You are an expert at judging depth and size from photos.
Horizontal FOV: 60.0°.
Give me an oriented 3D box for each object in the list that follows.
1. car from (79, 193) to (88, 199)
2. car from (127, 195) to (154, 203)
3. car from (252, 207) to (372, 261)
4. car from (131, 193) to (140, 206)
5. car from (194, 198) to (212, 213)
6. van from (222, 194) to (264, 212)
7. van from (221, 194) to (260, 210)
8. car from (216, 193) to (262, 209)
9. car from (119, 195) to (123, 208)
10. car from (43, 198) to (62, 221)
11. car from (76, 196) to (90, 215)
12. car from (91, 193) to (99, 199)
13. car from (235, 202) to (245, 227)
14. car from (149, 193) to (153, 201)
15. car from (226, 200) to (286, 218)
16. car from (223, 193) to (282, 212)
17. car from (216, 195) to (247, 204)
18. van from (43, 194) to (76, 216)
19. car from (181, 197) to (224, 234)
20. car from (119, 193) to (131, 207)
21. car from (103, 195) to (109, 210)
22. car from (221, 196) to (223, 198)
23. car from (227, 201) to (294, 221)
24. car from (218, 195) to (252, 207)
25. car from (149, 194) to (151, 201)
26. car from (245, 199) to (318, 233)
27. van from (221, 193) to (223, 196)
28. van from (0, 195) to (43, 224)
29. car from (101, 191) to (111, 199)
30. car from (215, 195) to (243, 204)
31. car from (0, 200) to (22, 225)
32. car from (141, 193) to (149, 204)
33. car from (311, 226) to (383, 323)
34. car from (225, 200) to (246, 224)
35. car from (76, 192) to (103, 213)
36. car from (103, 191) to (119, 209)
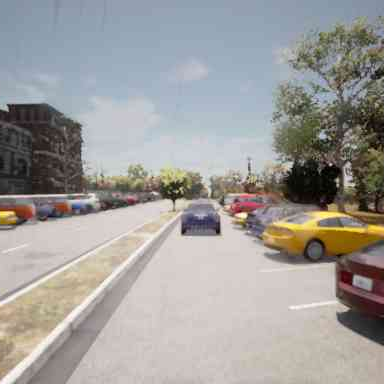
[{"bbox_3d":[-28.595,1.099,87.913,2.231,1.521,4.892,0,-1,-17],"label":"car"},{"bbox_3d":[-10.890,1.403,70.397,5.366,1.575,1.946,-1,1,-17],"label":"car"},{"bbox_3d":[4.993,1.477,11.952,5.008,1.535,2.097,1,0,-18],"label":"car"},{"bbox_3d":[-11.544,1.189,52.392,5.566,2.045,2.435,-1,0,-17],"label":"car"},{"bbox_3d":[1.252,1.453,37.407,1.882,1.535,5.008,0,0,2],"label":"car"},{"bbox_3d":[5.932,1.230,38.649,4.442,1.987,1.878,1,0,-17],"label":"van"},{"bbox_3d":[6.058,1.228,41.623,4.442,1.987,1.878,1,0,-17],"label":"van"},{"bbox_3d":[6.324,1.202,44.646,5.566,2.045,2.435,1,0,-18],"label":"car"},{"bbox_3d":[-11.935,1.474,43.379,4.792,1.488,2.163,-1,0,-18],"label":"car"},{"bbox_3d":[-12.773,1.485,25.332,4.792,1.488,2.163,-1,0,-18],"label":"car"},{"bbox_3d":[-12.490,1.452,31.358,5.008,1.535,2.097,-1,0,-17],"label":"car"},{"bbox_3d":[-25.642,1.136,87.748,2.002,1.452,4.674,1,-1,-17],"label":"car"},{"bbox_3d":[5.176,1.473,17.883,4.892,1.521,2.231,1,0,-18],"label":"car"},{"bbox_3d":[-10.884,1.169,67.418,5.566,2.045,2.435,-1,0,-17],"label":"car"},{"bbox_3d":[5.684,1.493,29.778,4.792,1.488,2.163,1,0,-18],"label":"car"},{"bbox_3d":[5.436,1.217,23.831,5.566,2.045,2.435,1,0,-18],"label":"car"},{"bbox_3d":[7.158,1.441,60.394,5.366,1.575,1.946,1,0,-17],"label":"car"},{"bbox_3d":[-12.511,1.226,28.392,4.442,1.987,1.878,-1,0,-18],"label":"van"},{"bbox_3d":[0.528,1.340,19.363,2.097,1.767,4.553,0,0,2],"label":"car"},{"bbox_3d":[-11.809,1.192,46.384,5.566,2.045,2.435,-1,0,-17],"label":"car"},{"bbox_3d":[-12.228,1.448,37.363,5.008,1.535,2.097,-1,0,-17],"label":"car"},{"bbox_3d":[5.607,1.456,32.681,5.366,1.575,1.946,1,0,-18],"label":"car"},{"bbox_3d":[5.504,1.495,26.780,4.792,1.488,2.163,1,0,-18],"label":"car"},{"bbox_3d":[6.523,1.322,50.577,4.553,1.767,2.185,1,0,-17],"label":"car"},{"bbox_3d":[-11.000,1.470,64.420,4.674,1.452,2.002,-1,0,-17],"label":"car"},{"bbox_3d":[5.057,1.349,14.908,4.553,1.767,2.185,1,0,-18],"label":"car"},{"bbox_3d":[5.806,1.232,35.673,4.442,1.987,1.878,1,0,-18],"label":"van"},{"bbox_3d":[-12.763,1.229,22.373,4.442,1.987,1.878,-1,0,-18],"label":"van"},{"bbox_3d":[-22.672,0.842,87.560,2.435,2.045,5.566,1,-1,-17],"label":"car"},{"bbox_3d":[7.128,1.440,63.723,4.892,1.521,2.231,1,0,-17],"label":"car"},{"bbox_3d":[-13.162,1.457,19.259,5.366,1.575,1.946,-1,0,-18],"label":"car"},{"bbox_3d":[-11.148,1.435,61.398,5.008,1.535,2.097,-1,0,-17],"label":"car"},{"bbox_3d":[4.911,1.512,6.042,4.792,1.488,2.163,1,0,-19],"label":"car"},{"bbox_3d":[5.115,1.465,20.789,5.366,1.575,1.946,1,0,-18],"label":"car"},{"bbox_3d":[-12.384,1.199,34.348,5.566,2.045,2.435,-1,0,-18],"label":"car"},{"bbox_3d":[-12.122,1.196,40.350,5.566,2.045,2.435,-1,0,-18],"label":"car"}]
